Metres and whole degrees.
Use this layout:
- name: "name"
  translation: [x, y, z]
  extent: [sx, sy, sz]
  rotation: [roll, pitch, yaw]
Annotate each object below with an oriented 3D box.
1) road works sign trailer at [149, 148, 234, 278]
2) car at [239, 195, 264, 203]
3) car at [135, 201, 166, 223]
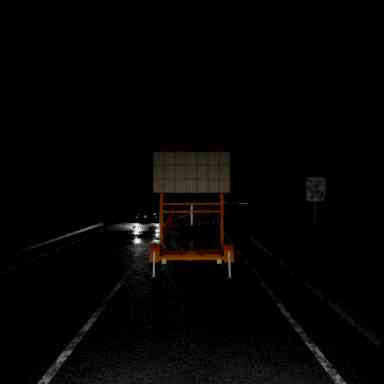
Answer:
- name: "road works sign trailer"
  translation: [-0.009, 0.467, 10.123]
  extent: [2.380, 3.560, 2.880]
  rotation: [0, 0, 0]
- name: "car"
  translation: [11.393, 1.305, 63.438]
  extent: [5.357, 1.411, 2.033]
  rotation: [-1, 0, -37]
- name: "car"
  translation: [-3.163, 1.513, 26.102]
  extent: [1.837, 1.490, 4.892]
  rotation: [0, 0, 4]
